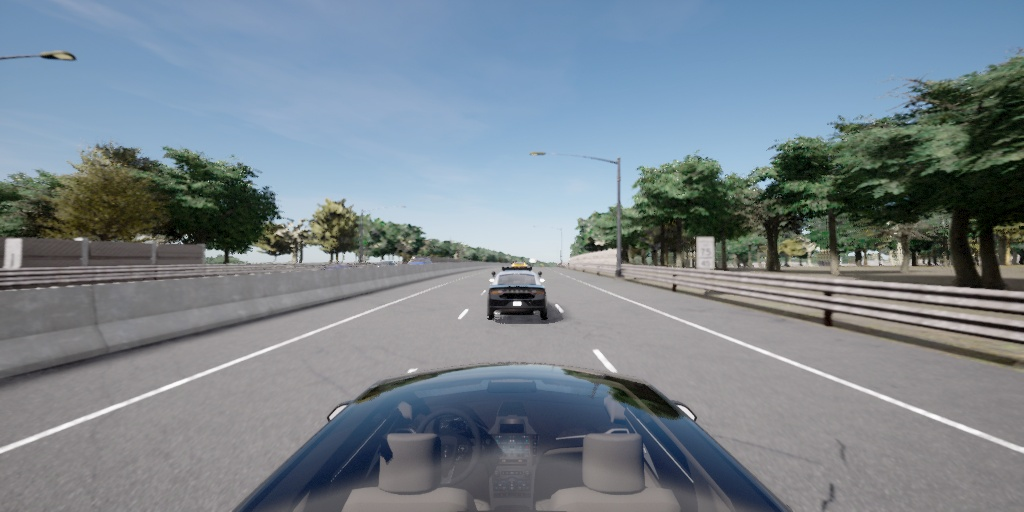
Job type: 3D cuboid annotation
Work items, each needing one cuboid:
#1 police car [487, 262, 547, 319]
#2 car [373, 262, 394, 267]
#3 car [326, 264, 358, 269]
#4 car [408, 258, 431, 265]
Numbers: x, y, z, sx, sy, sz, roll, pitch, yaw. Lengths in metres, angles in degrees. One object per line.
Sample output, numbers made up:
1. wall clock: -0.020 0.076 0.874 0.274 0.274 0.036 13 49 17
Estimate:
1. police car: 0.179 1.197 13.032 1.930 1.638 5.238 0 0 1
2. car: -16.672 1.536 46.763 1.837 1.490 4.892 0 -1 2
3. car: -20.314 1.578 42.980 1.895 1.301 4.718 1 0 2
4. car: -12.992 1.304 50.819 2.150 2.045 5.566 0 -1 3
